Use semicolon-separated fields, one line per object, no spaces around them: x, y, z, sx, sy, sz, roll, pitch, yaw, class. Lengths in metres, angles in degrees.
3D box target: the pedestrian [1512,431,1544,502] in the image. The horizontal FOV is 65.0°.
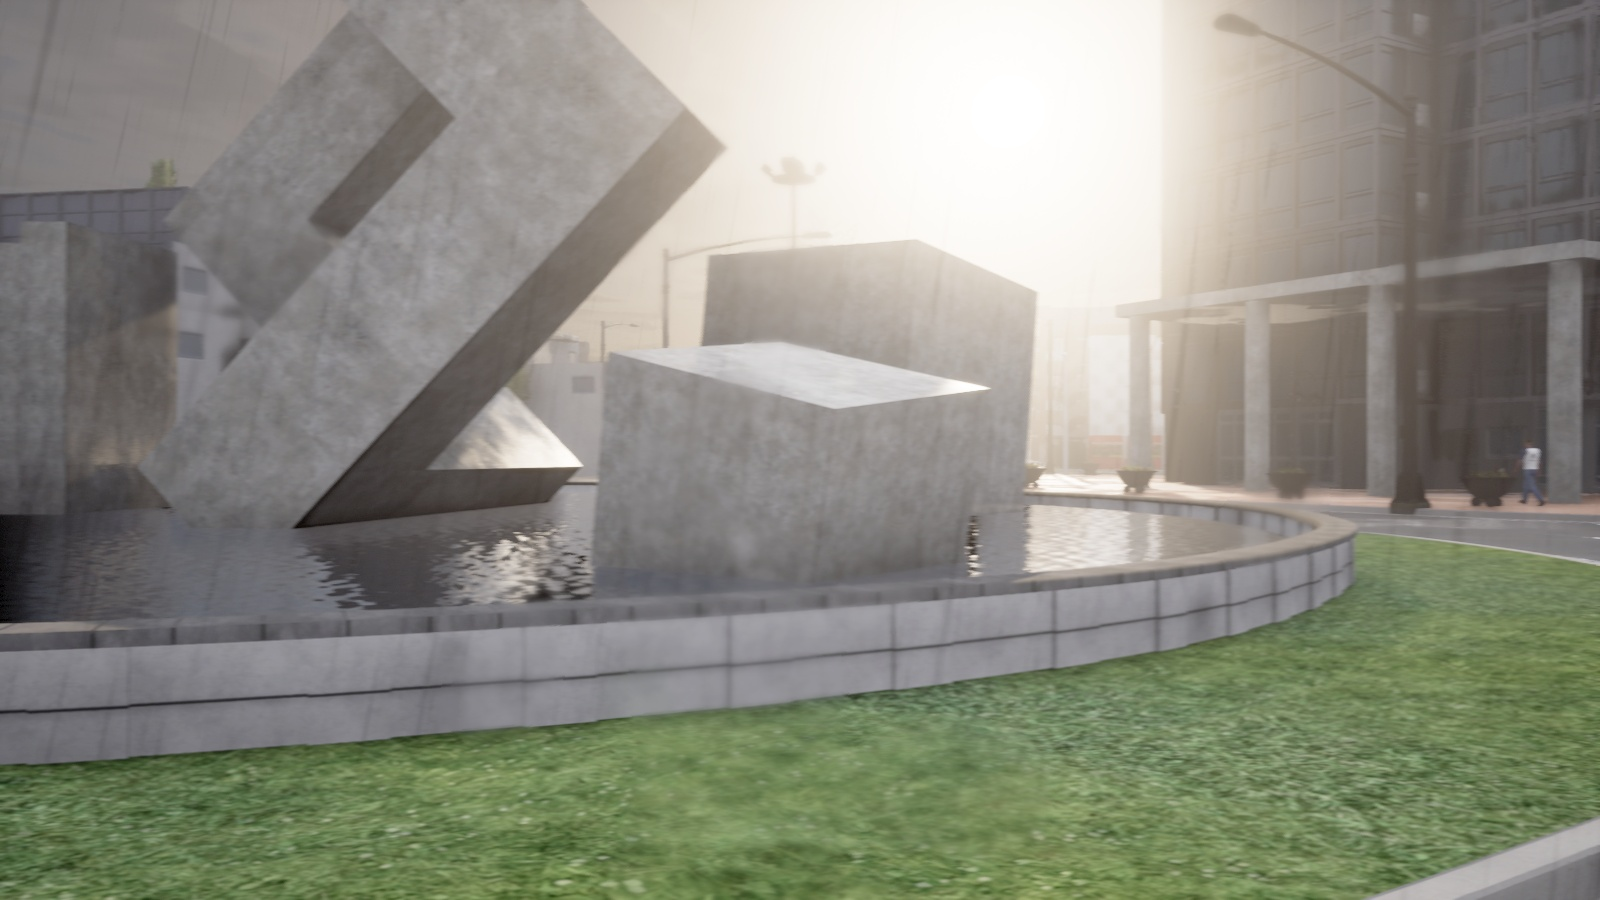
19.050;0.436;32.882;0.354;1.836;0.706;0;0;-10;pedestrian
